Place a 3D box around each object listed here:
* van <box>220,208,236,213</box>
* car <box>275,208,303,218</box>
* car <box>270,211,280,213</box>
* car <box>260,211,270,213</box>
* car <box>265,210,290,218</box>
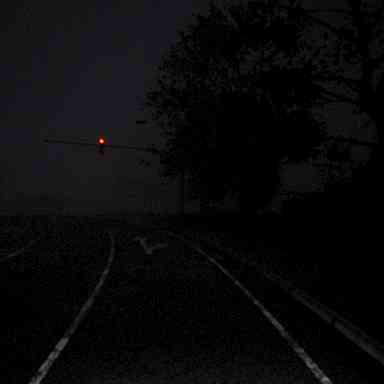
[{"bbox_3d":[8.092,4.478,69.867,1.878,1.987,4.442,5,-9,-41],"label":"van"},{"bbox_3d":[21.874,4.841,75.399,2.435,2.045,5.566,5,-9,-41],"label":"car"},{"bbox_3d":[16.350,4.935,73.175,2.231,1.521,4.892,4,-9,-41],"label":"car"},{"bbox_3d":[13.447,4.874,72.234,1.946,1.575,5.366,4,-9,-41],"label":"car"},{"bbox_3d":[19.125,5.011,74.273,2.097,1.535,5.008,5,-9,-41],"label":"car"}]
